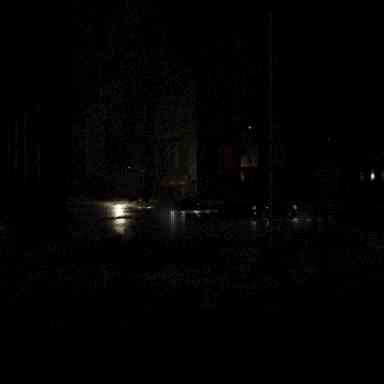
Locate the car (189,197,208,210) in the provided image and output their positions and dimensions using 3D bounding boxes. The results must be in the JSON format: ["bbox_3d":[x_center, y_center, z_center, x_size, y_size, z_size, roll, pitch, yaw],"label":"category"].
[{"bbox_3d":[0.048,1.419,41.980,1.882,1.535,5.008,0,0,-35],"label":"car"}]

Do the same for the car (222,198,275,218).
[{"bbox_3d":[4.725,1.306,29.737,2.097,1.767,4.553,0,0,-35],"label":"car"}]

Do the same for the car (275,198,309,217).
[{"bbox_3d":[8.302,1.296,30.315,2.097,1.767,4.553,0,0,-35],"label":"car"}]

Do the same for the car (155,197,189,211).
[{"bbox_3d":[-2.765,1.479,40.335,1.812,1.442,4.674,0,0,-36],"label":"car"}]

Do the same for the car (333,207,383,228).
[{"bbox_3d":[11.152,1.564,20.115,1.895,1.301,4.718,0,0,-30],"label":"car"}]

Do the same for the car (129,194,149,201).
[{"bbox_3d":[-8.716,0.955,54.508,2.097,1.767,4.553,0,0,-35],"label":"car"}]
